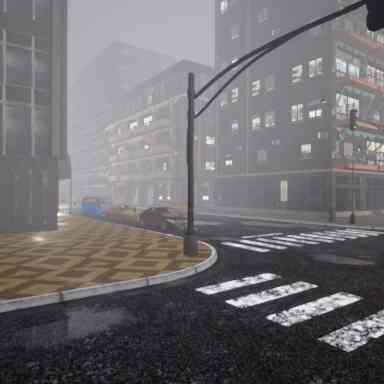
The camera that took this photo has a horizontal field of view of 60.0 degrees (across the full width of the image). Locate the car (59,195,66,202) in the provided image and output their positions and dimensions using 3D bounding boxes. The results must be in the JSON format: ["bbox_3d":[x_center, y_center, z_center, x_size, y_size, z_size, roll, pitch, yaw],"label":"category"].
[{"bbox_3d":[-27.906,1.359,70.712,1.967,1.590,4.097,0,0,-36],"label":"car"}]

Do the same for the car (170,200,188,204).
[{"bbox_3d":[-1.603,1.486,34.029,1.752,1.417,4.829,0,0,-36],"label":"car"}]

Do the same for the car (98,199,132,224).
[{"bbox_3d":[-4.914,1.458,24.266,1.752,1.417,4.829,0,0,-36],"label":"car"}]

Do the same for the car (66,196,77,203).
[{"bbox_3d":[-21.405,1.446,61.645,1.752,1.417,4.829,0,0,-36],"label":"car"}]

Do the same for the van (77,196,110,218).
[{"bbox_3d":[-8.313,1.265,29.008,1.690,1.788,3.998,0,0,-36],"label":"van"}]

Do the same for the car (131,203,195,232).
[{"bbox_3d":[-1.714,1.525,19.803,1.802,1.307,4.206,0,0,-36],"label":"car"}]

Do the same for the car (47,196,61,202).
[{"bbox_3d":[-31.206,1.488,75.313,1.947,1.339,4.313,0,0,-36],"label":"car"}]
